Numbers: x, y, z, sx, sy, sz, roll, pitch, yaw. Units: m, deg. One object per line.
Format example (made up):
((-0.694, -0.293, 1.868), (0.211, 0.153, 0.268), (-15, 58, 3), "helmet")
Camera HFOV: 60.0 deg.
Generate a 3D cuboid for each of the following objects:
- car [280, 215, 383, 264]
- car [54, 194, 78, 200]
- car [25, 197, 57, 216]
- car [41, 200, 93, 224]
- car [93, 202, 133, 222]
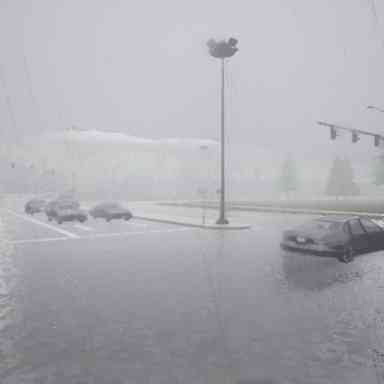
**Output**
((5.495, 1.562, 11.970), (5.357, 1.411, 2.033), (0, 0, -36), "car")
((-14.637, 1.233, 38.413), (2.150, 2.045, 5.566), (0, 0, -34), "car")
((-15.514, 1.499, 33.529), (2.128, 1.511, 4.902), (0, 0, -35), "car")
((-9.475, 1.555, 24.902), (2.033, 1.411, 5.357), (0, 0, -35), "car")
((-6.636, 1.559, 26.949), (2.033, 1.411, 5.357), (0, 0, -35), "car")
